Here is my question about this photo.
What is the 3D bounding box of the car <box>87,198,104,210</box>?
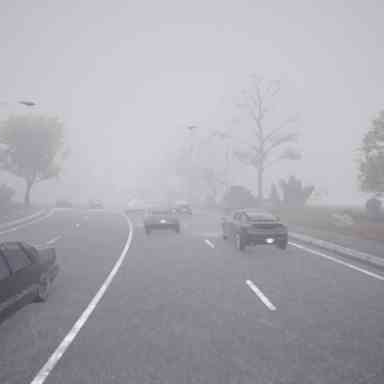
[{"bbox_3d":[-12.874,1.541,44.064,2.033,1.411,5.357,0,0,-23],"label":"car"}]

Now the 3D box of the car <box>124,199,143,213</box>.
[{"bbox_3d":[-6.297,1.515,37.028,1.812,1.442,4.674,0,0,-18],"label":"car"}]

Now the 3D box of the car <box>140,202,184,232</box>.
[{"bbox_3d":[-1.910,1.555,19.981,1.994,1.385,4.181,0,0,-10],"label":"car"}]

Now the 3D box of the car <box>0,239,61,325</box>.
[{"bbox_3d":[-3.841,1.555,5.441,2.033,1.411,5.357,0,0,-3],"label":"car"}]

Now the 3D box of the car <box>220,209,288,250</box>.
[{"bbox_3d":[2.504,1.488,14.288,1.837,1.490,4.892,0,0,-7],"label":"car"}]

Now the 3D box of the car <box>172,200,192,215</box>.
[{"bbox_3d":[-1.338,1.509,32.841,1.812,1.442,4.674,0,0,-16],"label":"car"}]

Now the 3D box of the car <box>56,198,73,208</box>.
[{"bbox_3d":[-18.020,1.560,46.837,1.994,1.385,4.181,0,0,-25],"label":"car"}]
